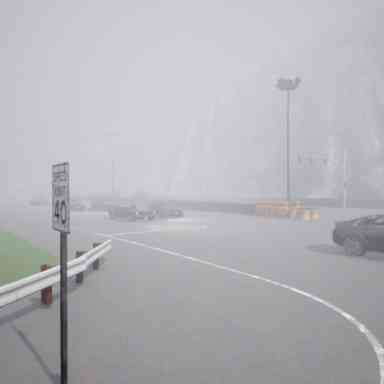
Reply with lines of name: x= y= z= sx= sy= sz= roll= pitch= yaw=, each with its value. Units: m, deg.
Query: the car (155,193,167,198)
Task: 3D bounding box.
car: x=-7.899 y=0.951 z=69.532 sx=2.097 sy=1.767 sz=4.553 roll=0 pitch=1 yaw=-38

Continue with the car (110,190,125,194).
car: x=-16.846 y=0.661 z=75.295 sx=2.150 sy=2.045 sz=5.566 roll=0 pitch=1 yaw=-38

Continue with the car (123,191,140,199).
car: x=-14.060 y=0.740 z=77.414 sx=2.097 sy=1.767 sz=4.553 roll=0 pitch=1 yaw=-38

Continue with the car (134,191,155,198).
car: x=-10.358 y=0.831 z=67.159 sx=2.150 sy=2.045 sz=5.566 roll=0 pitch=1 yaw=-38

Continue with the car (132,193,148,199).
car: x=-12.691 y=0.901 z=81.347 sx=1.812 sy=1.442 sz=4.674 roll=0 pitch=1 yaw=-38

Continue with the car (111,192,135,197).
car: x=-13.716 y=1.203 z=65.771 sx=1.895 sy=1.301 sz=4.718 roll=0 pitch=1 yaw=-38

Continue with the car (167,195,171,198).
car: x=-6.703 y=1.147 z=73.701 sx=1.895 sy=1.301 sz=4.718 roll=0 pitch=1 yaw=-38

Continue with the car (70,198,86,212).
car: x=-13.196 y=1.398 z=36.365 sx=1.837 sy=1.490 sz=4.892 roll=0 pitch=1 yaw=-38

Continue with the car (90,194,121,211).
car: x=-10.150 y=1.391 z=38.151 sx=1.837 sy=1.490 sz=4.892 roll=0 pitch=1 yaw=-38

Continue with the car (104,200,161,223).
car: x=-4.646 y=1.558 z=25.520 sx=1.895 sy=1.301 sz=4.718 roll=0 pitch=0 yaw=-38

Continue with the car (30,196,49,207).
car: x=-21.781 y=1.295 z=47.365 sx=1.812 sy=1.442 sz=4.674 roll=0 pitch=1 yaw=-38

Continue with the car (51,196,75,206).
car: x=-19.548 y=1.299 z=50.201 sx=2.033 sy=1.411 sz=5.357 roll=0 pitch=1 yaw=-38

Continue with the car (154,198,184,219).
car: x=-2.501 y=1.509 z=28.453 sx=1.994 sy=1.385 sz=4.181 roll=0 pitch=0 yaw=-38

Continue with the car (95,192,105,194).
car: x=-20.872 y=0.757 z=74.770 sx=2.097 sy=1.767 sz=4.553 roll=0 pitch=1 yaw=-38

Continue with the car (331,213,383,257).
car: x=7.055 y=1.468 z=10.775 sx=2.128 sy=1.511 sz=4.902 roll=0 pitch=0 yaw=-38
